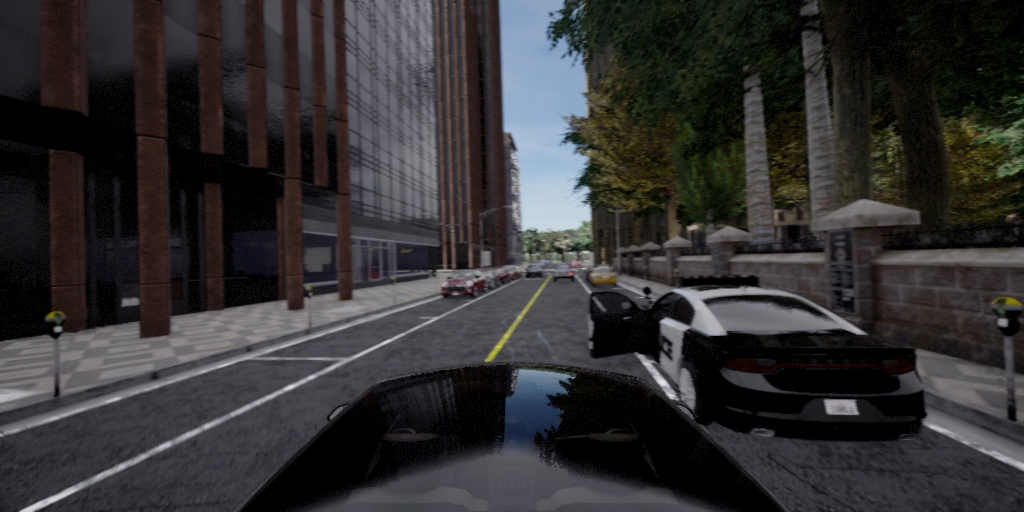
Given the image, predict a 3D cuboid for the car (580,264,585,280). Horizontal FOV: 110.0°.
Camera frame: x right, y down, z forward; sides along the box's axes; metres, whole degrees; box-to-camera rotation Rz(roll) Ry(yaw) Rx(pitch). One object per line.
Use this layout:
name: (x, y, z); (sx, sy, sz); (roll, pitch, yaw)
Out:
car: (7.221, 1.466, 30.961); (1.948, 1.339, 4.313); (0, 0, 8)

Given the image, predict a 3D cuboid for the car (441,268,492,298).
car: (-2.750, 1.541, 21.350); (1.967, 1.591, 4.097); (0, 0, 8)

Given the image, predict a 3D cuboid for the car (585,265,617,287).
car: (6.477, 1.379, 25.727); (1.751, 1.417, 4.829); (0, 0, 8)

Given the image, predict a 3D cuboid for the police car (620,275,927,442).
police car: (3.197, 1.121, 5.658); (1.930, 1.638, 5.238); (-2, -1, 8)

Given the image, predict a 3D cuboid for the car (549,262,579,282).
car: (4.720, 1.553, 32.674); (2.033, 1.411, 5.357); (-2, -1, 8)

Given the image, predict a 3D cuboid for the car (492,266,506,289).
car: (-1.983, 1.698, 26.753); (2.007, 1.370, 4.403); (0, 0, 8)

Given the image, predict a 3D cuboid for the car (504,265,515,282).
car: (-1.215, 1.740, 32.155); (1.888, 1.381, 4.507); (0, 0, 8)

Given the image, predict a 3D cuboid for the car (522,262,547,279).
car: (2.491, 1.673, 39.172); (1.837, 1.490, 4.892); (-2, -1, 8)

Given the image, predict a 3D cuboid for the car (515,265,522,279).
car: (-0.447, 1.682, 37.558); (1.967, 1.591, 4.097); (0, 0, 8)
